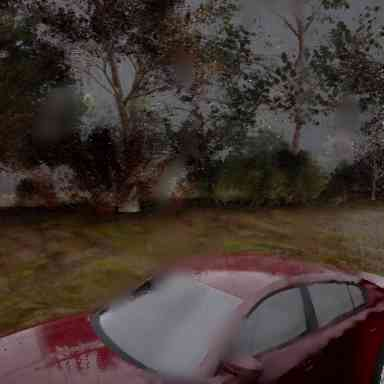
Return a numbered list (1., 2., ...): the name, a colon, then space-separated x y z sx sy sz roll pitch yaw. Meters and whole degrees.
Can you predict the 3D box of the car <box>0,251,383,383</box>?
1. car: 0.348 1.445 3.314 5.008 1.535 1.882 0 1 -36
